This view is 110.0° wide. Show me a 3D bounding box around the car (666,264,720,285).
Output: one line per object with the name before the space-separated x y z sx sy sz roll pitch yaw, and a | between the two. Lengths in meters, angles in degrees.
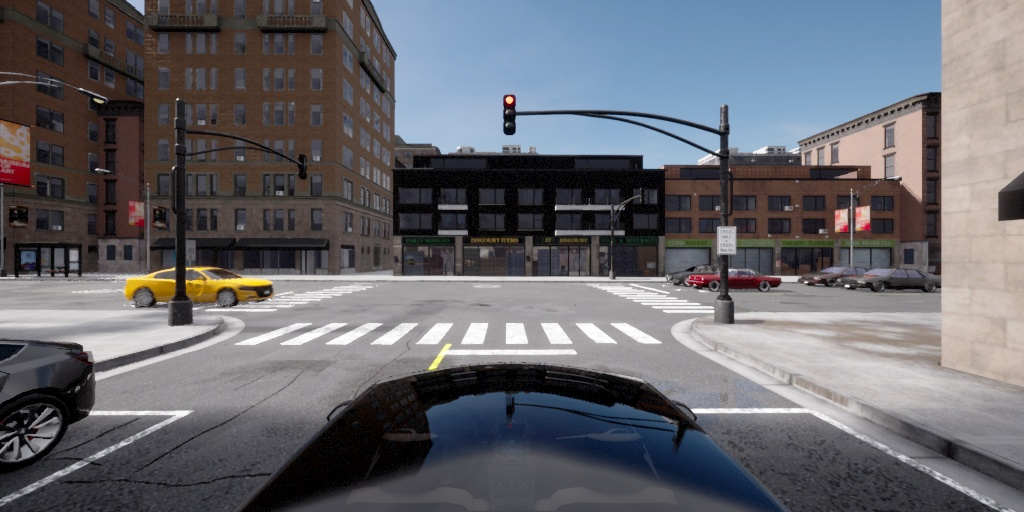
car | 13.170 1.329 24.605 4.892 1.490 1.837 0 0 -1

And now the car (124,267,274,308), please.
car | -12.308 1.175 14.320 5.008 1.535 1.882 0 0 -1

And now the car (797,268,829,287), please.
car | 22.914 1.422 24.735 5.357 1.411 2.033 0 0 -1

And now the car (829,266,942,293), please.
car | 22.726 1.421 21.479 5.357 1.411 2.033 0 0 -1

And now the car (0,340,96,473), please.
car | -5.388 1.316 2.113 1.948 1.339 4.313 0 0 0

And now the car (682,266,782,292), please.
car | 13.079 1.424 21.355 4.718 1.301 1.895 0 0 -1
